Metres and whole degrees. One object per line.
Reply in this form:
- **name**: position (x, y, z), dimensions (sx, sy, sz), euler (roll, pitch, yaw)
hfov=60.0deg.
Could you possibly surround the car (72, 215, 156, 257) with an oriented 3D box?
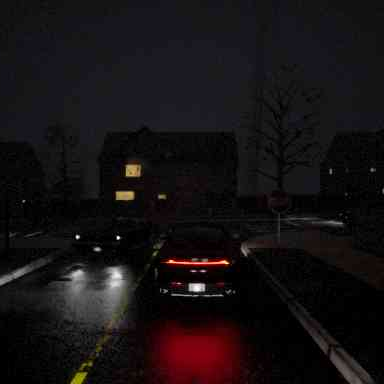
- **car**: position (-2.814, 1.610, 13.207), dimensions (1.895, 1.301, 4.718), euler (0, 0, 9)

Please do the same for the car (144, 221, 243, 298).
- **car**: position (0.187, 1.505, 8.520), dimensions (1.837, 1.490, 4.892), euler (0, 0, 2)

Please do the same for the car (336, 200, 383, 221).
- **car**: position (11.694, 1.222, 21.684), dimensions (4.181, 1.385, 1.994), euler (-1, 1, 0)
